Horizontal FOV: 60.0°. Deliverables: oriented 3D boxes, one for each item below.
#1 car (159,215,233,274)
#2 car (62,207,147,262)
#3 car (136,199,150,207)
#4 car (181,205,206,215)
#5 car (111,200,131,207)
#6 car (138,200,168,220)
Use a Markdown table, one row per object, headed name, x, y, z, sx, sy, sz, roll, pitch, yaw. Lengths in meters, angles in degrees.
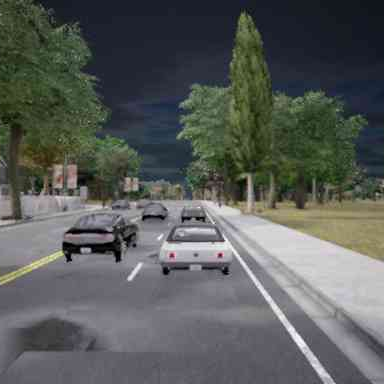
| name | x | y | z | sx | sy | sz | roll | pitch | yaw |
| --- | --- | --- | --- | --- | --- | --- | --- | --- | --- |
| car | 0.095 | 1.632 | 10.625 | 1.895 | 1.301 | 4.718 | 0 | 0 | 0 |
| car | -3.149 | 1.529 | 12.290 | 2.128 | 1.511 | 4.902 | 0 | 0 | 0 |
| car | -6.515 | 1.729 | 45.812 | 1.837 | 1.490 | 4.892 | 0 | -1 | 0 |
| car | 0.105 | 1.702 | 26.518 | 1.895 | 1.301 | 4.718 | 0 | 0 | 0 |
| car | -9.764 | 1.788 | 45.965 | 1.994 | 1.385 | 4.181 | 0 | -1 | 0 |
| car | -3.145 | 1.677 | 28.899 | 1.994 | 1.385 | 4.181 | 0 | 0 | 0 |
